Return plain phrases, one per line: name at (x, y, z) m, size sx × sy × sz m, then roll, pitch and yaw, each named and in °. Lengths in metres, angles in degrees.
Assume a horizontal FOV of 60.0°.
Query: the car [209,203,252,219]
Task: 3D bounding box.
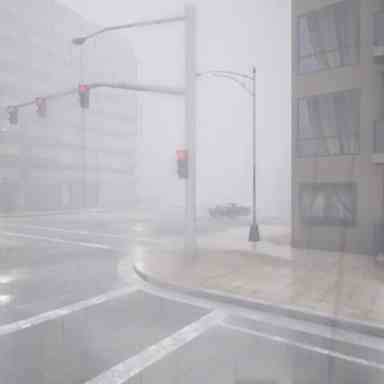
car at (3.461, 1.593, 29.061) m, size 1.895 × 1.301 × 4.718 m, roll 0°, pitch 0°, yaw 35°
